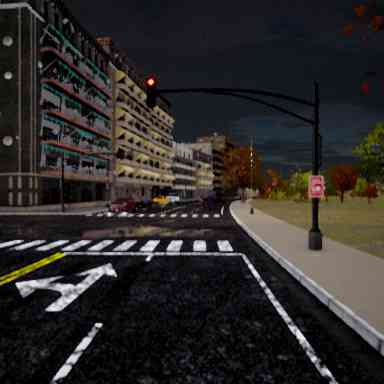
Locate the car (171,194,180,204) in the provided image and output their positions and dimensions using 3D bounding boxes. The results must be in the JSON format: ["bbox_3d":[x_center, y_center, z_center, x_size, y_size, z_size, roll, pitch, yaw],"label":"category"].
[{"bbox_3d":[-4.007,1.341,69.207,2.150,2.045,5.566,0,0,9],"label":"car"}]

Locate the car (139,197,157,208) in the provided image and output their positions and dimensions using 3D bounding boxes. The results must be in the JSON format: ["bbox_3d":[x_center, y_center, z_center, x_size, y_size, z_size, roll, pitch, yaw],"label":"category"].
[{"bbox_3d":[-6.956,1.648,48.544,1.895,1.301,4.718,0,0,7],"label":"car"}]

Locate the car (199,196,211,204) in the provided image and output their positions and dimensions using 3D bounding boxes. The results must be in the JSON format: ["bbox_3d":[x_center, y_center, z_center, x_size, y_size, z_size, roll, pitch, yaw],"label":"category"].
[{"bbox_3d":[2.604,1.617,69.371,2.128,1.511,4.902,0,0,10],"label":"car"}]

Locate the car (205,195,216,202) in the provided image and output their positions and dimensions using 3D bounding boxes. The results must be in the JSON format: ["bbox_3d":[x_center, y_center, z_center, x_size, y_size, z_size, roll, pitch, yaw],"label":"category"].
[{"bbox_3d":[4.444,1.602,79.568,1.882,1.535,5.008,0,0,12],"label":"car"}]

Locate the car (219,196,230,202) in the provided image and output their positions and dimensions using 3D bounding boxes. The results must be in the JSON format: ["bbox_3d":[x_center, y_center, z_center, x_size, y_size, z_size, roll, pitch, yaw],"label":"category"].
[{"bbox_3d":[7.718,1.657,79.369,2.128,1.511,4.902,0,0,12],"label":"car"}]

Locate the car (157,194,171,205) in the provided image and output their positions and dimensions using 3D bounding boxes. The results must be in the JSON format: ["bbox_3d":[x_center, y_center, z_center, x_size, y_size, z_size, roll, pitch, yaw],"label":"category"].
[{"bbox_3d":[-5.602,1.556,58.756,1.882,1.535,5.008,0,0,8],"label":"car"}]

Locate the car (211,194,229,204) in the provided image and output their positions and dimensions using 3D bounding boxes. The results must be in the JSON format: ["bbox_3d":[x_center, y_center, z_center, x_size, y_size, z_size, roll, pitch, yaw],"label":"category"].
[{"bbox_3d":[5.822,1.347,68.908,2.150,2.045,5.566,0,0,10],"label":"car"}]

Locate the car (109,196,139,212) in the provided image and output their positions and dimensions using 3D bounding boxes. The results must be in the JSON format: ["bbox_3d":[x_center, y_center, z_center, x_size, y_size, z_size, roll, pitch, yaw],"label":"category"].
[{"bbox_3d":[-7.989,1.371,38.516,2.097,1.767,4.553,0,0,5],"label":"car"}]
